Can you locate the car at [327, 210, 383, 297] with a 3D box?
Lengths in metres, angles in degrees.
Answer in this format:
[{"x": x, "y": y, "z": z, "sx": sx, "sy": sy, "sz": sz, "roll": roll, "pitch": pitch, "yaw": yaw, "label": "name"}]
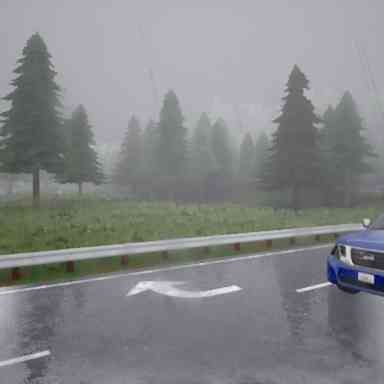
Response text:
[{"x": 5.514, "y": 1.218, "z": 7.571, "sx": 5.566, "sy": 2.045, "sz": 2.150, "roll": 0, "pitch": 0, "yaw": -33, "label": "car"}]
